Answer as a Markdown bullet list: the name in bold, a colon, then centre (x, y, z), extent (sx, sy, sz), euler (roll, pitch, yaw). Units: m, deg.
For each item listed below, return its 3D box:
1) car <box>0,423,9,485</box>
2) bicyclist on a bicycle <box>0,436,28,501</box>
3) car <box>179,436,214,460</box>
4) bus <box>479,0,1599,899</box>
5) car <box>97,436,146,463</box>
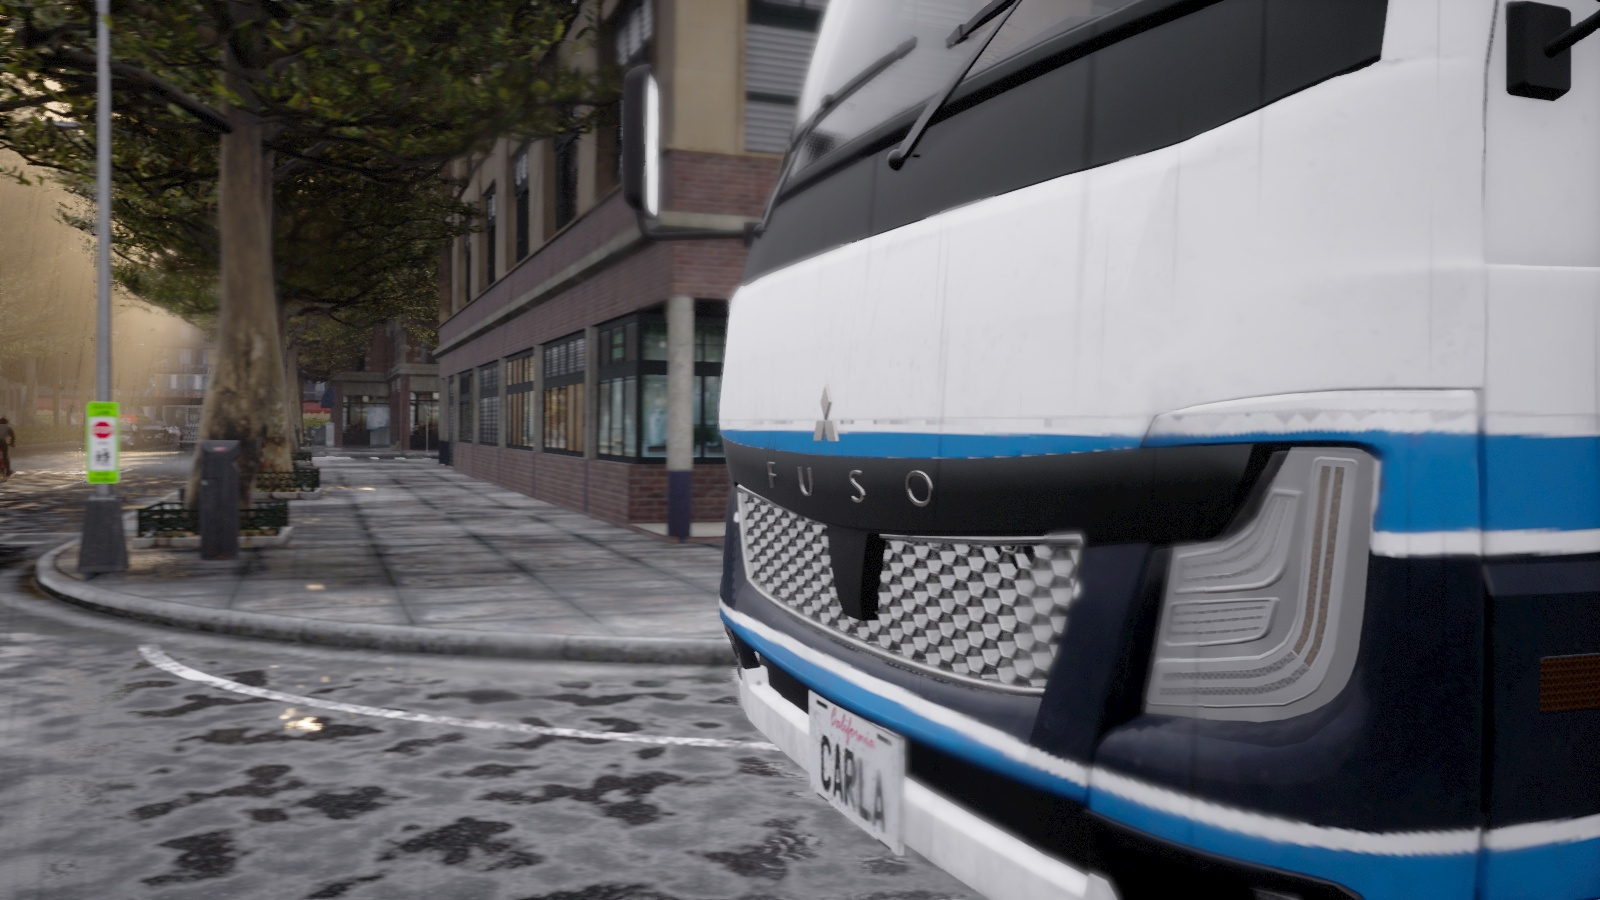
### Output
- **car**: centre (-26.907, 0.163, 39.696), extent (2.150, 2.045, 5.566), euler (-1, 1, -21)
- **bicyclist on a bicycle**: centre (-20.141, 0.449, 31.910), extent (0.582, 1.620, 1.656), euler (-1, 1, -21)
- **car**: centre (-39.852, -0.142, 82.955), extent (1.789, 1.549, 3.705), euler (-1, 1, -21)
- **bus**: centre (4.269, -0.704, 4.855), extent (10.273, 4.253, 3.944), euler (-1, 1, -21)
- **car**: centre (-40.729, -0.044, 75.511), extent (2.007, 1.525, 4.514), euler (-1, 1, -21)
